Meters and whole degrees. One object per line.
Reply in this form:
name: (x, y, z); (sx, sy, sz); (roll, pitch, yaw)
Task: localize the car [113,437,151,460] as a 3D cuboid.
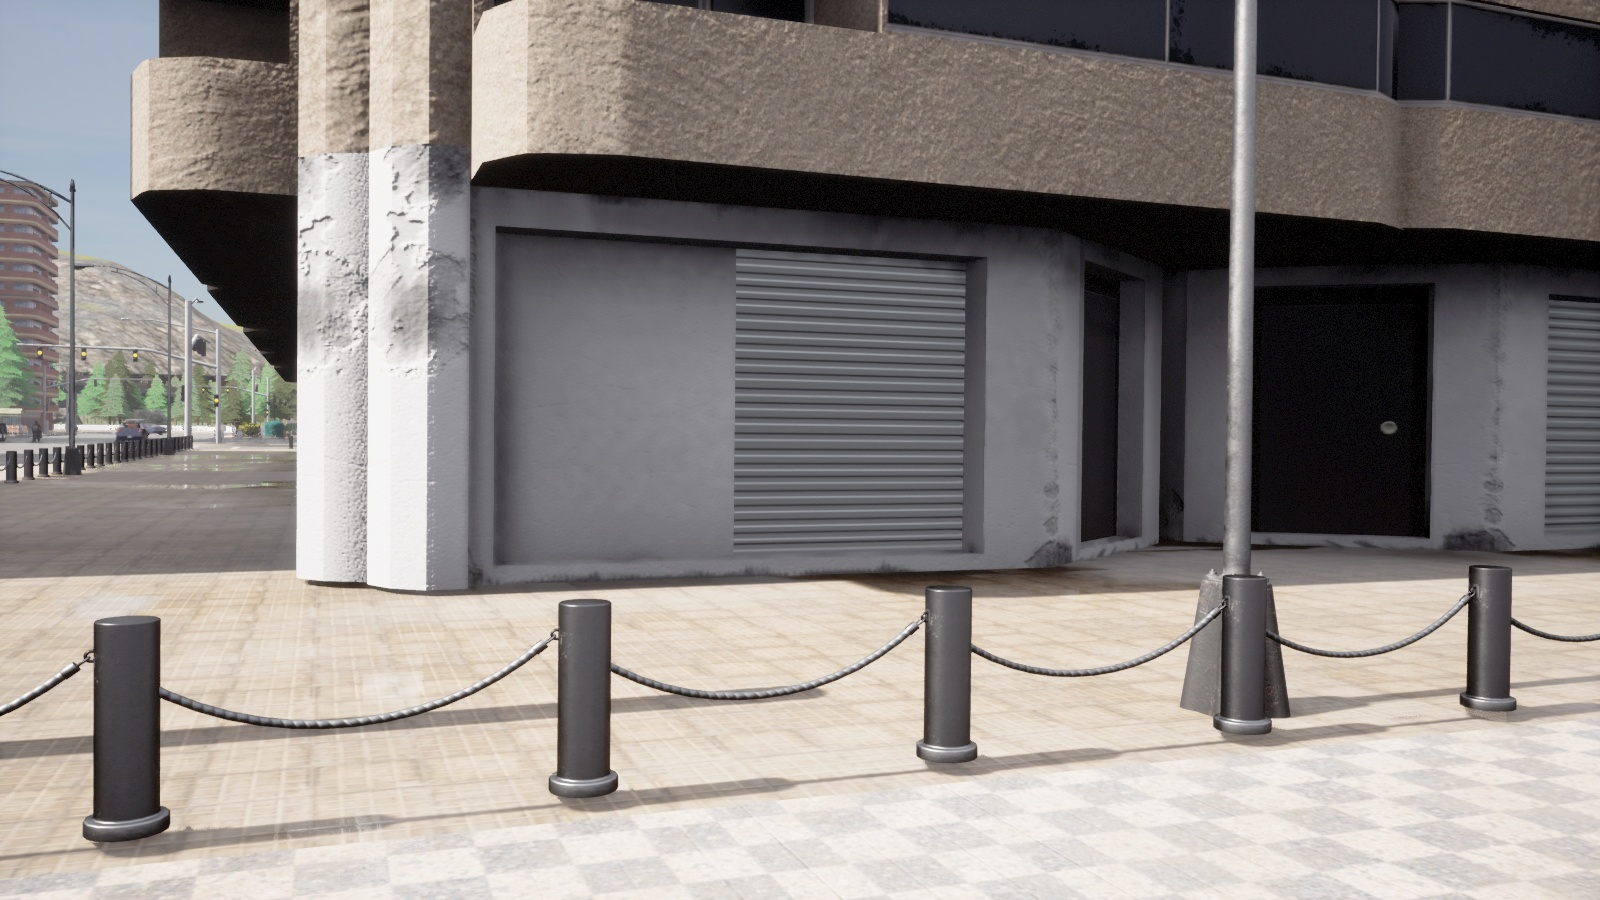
car: (-45.331, -0.142, 85.313); (1.845, 1.501, 3.633); (-1, 1, -21)
